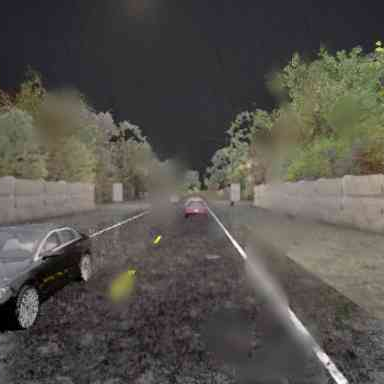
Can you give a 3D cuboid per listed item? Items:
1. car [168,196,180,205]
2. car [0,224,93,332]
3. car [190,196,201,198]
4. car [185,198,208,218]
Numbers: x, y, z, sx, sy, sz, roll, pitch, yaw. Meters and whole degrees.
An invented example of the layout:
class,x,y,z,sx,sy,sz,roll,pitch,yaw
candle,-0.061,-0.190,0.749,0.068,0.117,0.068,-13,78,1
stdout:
class,x,y,z,sx,sy,sz,roll,pitch,yaw
car,-3.005,1.401,56.196,2.128,1.511,4.902,0,0,1
car,-3.541,1.478,6.900,2.128,1.511,4.902,0,0,1
car,0.493,1.293,47.133,2.097,1.767,4.553,0,0,1
car,0.387,1.534,30.007,1.994,1.385,4.181,0,0,1
